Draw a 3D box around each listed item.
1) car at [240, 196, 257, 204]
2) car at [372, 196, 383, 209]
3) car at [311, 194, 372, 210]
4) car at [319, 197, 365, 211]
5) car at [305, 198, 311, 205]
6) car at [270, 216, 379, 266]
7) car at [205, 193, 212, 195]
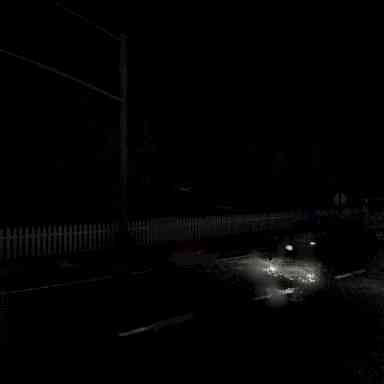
[{"bbox_3d":[9.367,1.016,49.567,2.150,2.045,5.566,0,2,-37],"label":"car"},{"bbox_3d":[24.322,1.347,41.426,2.097,1.767,4.553,0,0,-37],"label":"car"},{"bbox_3d":[17.383,1.218,38.987,2.150,2.045,5.566,0,0,-37],"label":"car"},{"bbox_3d":[19.106,1.483,42.510,2.128,1.511,4.902,0,0,-37],"label":"car"},{"bbox_3d":[18.797,1.447,48.711,1.882,1.535,5.008,0,1,-37],"label":"car"},{"bbox_3d":[4.684,1.564,11.607,4.181,1.385,1.994,0,0,-35],"label":"car"},{"bbox_3d":[2.036,0.489,59.348,1.837,1.490,4.892,0,6,-37],"label":"car"}]
